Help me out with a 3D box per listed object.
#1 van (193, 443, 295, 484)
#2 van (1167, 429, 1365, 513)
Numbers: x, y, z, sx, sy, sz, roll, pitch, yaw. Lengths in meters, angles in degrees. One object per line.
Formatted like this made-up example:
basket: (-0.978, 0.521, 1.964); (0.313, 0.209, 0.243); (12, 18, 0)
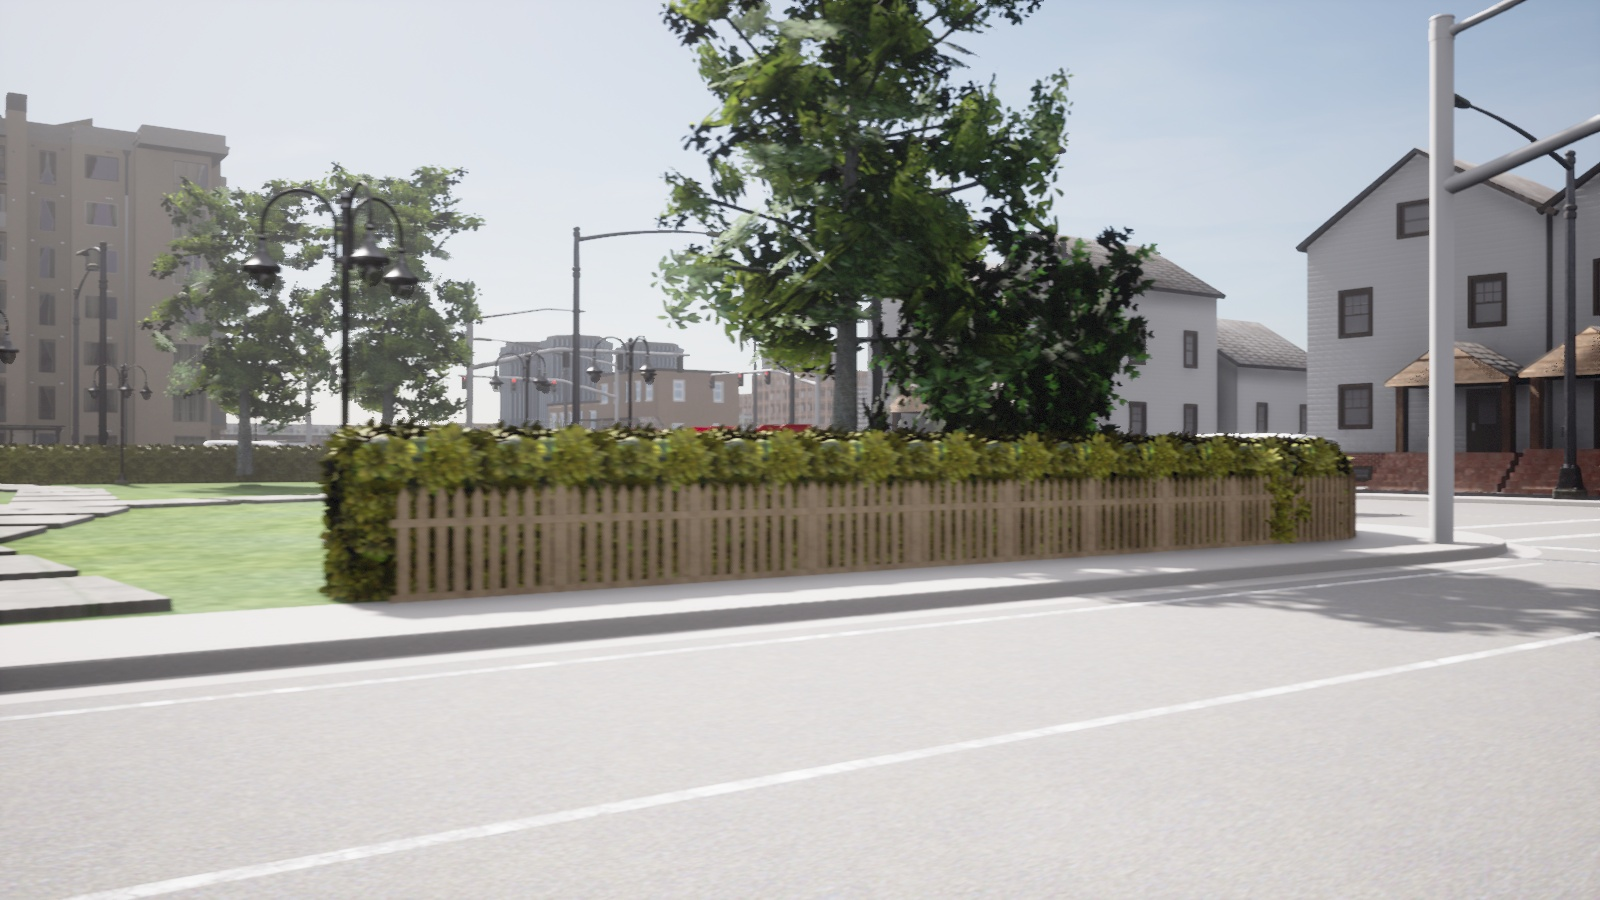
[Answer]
van: (-28.279, 0.679, 63.900); (4.480, 2.038, 2.069); (0, 0, -34)
van: (12.134, 0.520, 32.976); (2.069, 2.038, 4.480); (0, 0, -35)
